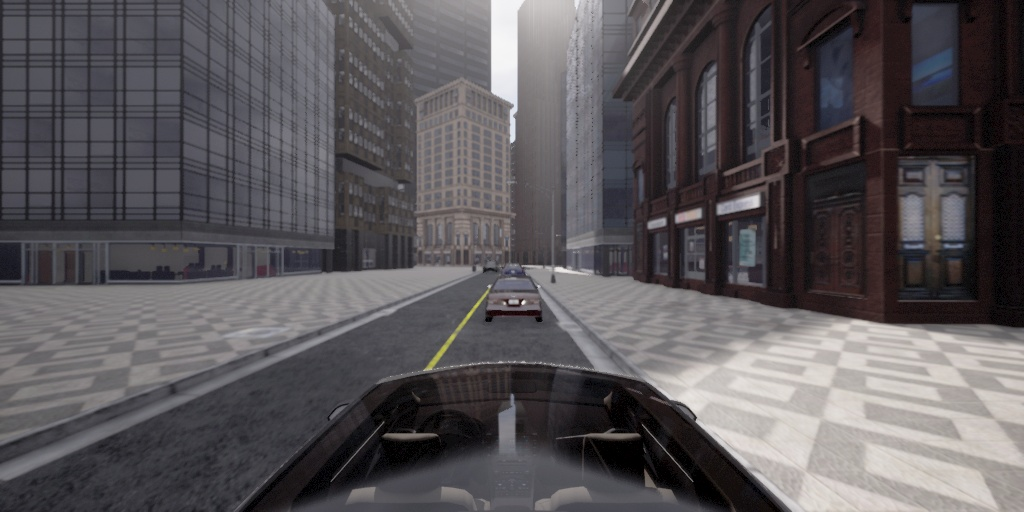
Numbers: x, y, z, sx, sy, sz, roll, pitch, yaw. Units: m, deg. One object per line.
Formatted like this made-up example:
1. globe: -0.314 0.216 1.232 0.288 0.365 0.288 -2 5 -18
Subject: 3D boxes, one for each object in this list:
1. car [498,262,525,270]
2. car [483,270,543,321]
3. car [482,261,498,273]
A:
1. car: 0.095 1.358 32.353 2.097 1.767 4.553 0 -1 0
2. car: 0.070 1.379 12.788 2.033 1.411 5.357 0 0 0
3. car: -2.968 1.540 50.775 2.097 1.767 4.553 0 0 1
